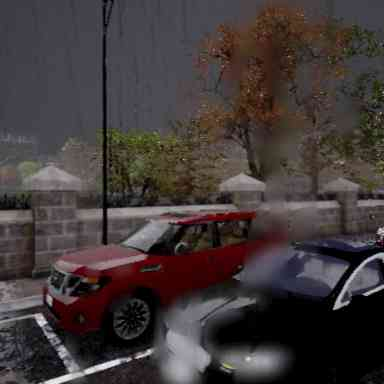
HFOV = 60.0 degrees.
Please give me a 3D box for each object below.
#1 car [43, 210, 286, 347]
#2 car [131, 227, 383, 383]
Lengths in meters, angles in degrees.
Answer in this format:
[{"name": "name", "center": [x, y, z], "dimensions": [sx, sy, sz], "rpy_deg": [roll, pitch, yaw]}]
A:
[{"name": "car", "center": [-0.101, 1.316, 6.491], "dimensions": [5.009, 1.841, 2.192], "rpy_deg": [0, 0, -35]}, {"name": "car", "center": [1.879, 1.493, 4.718], "dimensions": [4.902, 1.511, 2.128], "rpy_deg": [0, 0, -35]}]
